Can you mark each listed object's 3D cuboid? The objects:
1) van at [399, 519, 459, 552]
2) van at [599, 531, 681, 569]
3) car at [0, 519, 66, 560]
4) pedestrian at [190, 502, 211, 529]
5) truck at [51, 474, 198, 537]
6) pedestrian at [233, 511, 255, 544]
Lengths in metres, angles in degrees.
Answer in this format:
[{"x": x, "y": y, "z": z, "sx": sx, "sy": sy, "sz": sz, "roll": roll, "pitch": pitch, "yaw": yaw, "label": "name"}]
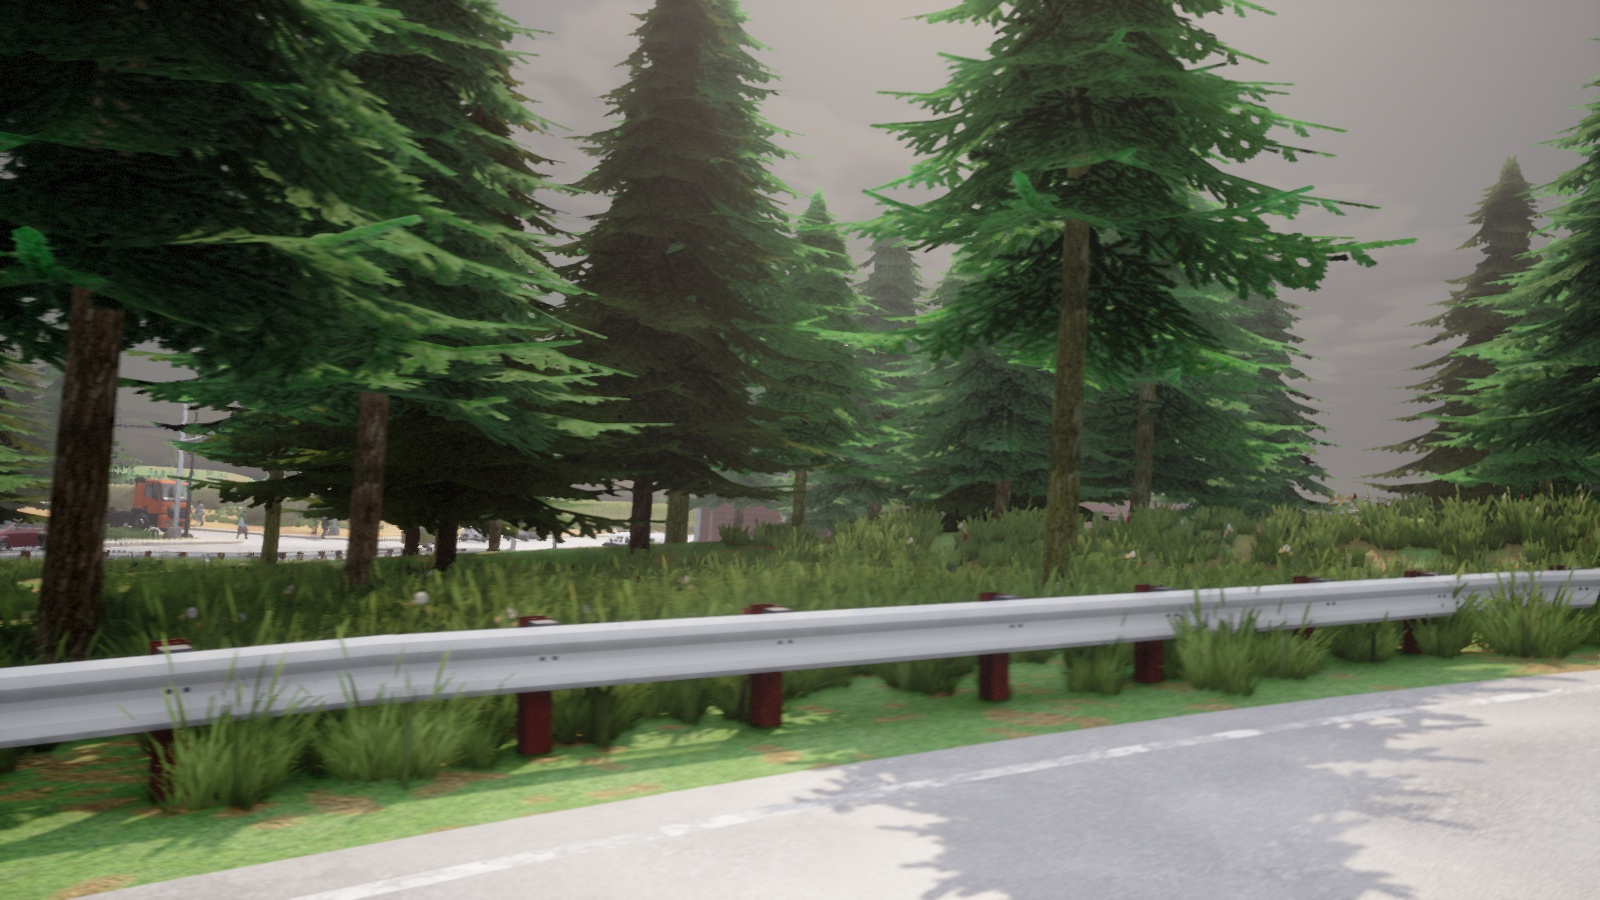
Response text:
[{"x": -23.798, "y": 5.462, "z": 80.678, "sx": 1.775, "sy": 1.987, "sz": 4.442, "roll": 3, "pitch": -3, "yaw": 10, "label": "van"}, {"x": -9.796, "y": 6.114, "z": 77.045, "sx": 4.480, "sy": 2.038, "sz": 2.069, "roll": 3, "pitch": -3, "yaw": 11, "label": "van"}, {"x": -32.315, "y": 3.636, "z": 51.469, "sx": 1.789, "sy": 1.549, "sz": 3.705, "roll": 3, "pitch": -3, "yaw": 10, "label": "car"}, {"x": -42.539, "y": 4.653, "z": 89.073, "sx": 0.900, "sy": 1.855, "sz": 0.874, "roll": 4, "pitch": -3, "yaw": -1, "label": "pedestrian"}, {"x": -42.956, "y": 3.532, "z": 79.891, "sx": 7.936, "sy": 3.462, "sz": 2.891, "roll": 3, "pitch": -3, "yaw": 11, "label": "truck"}, {"x": -33.731, "y": 4.677, "z": 76.131, "sx": 0.659, "sy": 1.952, "sz": 0.873, "roll": 2, "pitch": -3, "yaw": 19, "label": "pedestrian"}]
